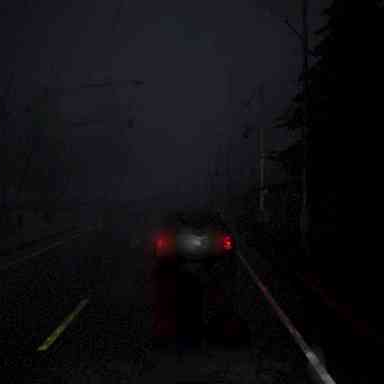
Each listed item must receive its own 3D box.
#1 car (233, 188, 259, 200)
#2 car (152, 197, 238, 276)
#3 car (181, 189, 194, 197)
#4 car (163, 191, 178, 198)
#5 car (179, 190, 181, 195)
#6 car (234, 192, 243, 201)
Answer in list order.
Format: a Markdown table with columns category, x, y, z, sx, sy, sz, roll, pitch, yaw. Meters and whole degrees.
| category | x | y | z | sx | sy | sz | roll | pitch | yaw |
| --- | --- | --- | --- | --- | --- | --- | --- | --- | --- |
| car | 8.612 | 0.362 | 53.192 | 3.866 | 1.878 | 1.905 | 0 | 1 | 0 |
| car | 0.095 | 1.203 | 9.991 | 2.097 | 1.767 | 4.553 | 0 | 1 | 1 |
| car | -0.689 | 0.444 | 75.353 | 1.895 | 1.301 | 4.718 | 0 | 1 | -7 |
| car | -3.901 | 0.653 | 57.094 | 1.812 | 1.442 | 4.674 | 0 | 1 | 0 |
| car | -4.036 | 0.450 | 72.678 | 1.994 | 1.385 | 4.181 | 0 | 1 | -1 |
| car | 9.019 | 0.398 | 50.681 | 4.605 | 1.855 | 1.932 | 0 | 1 | 0 |
